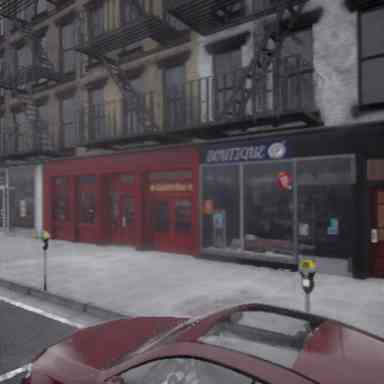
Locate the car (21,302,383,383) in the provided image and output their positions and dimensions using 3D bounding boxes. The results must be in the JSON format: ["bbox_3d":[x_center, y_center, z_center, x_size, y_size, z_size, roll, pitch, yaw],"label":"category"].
[{"bbox_3d":[0.350,1.594,2.560,4.206,1.307,1.802,-1,0,36],"label":"car"}]
